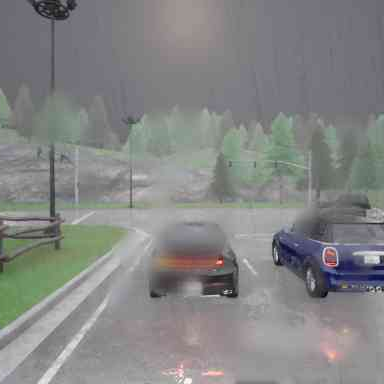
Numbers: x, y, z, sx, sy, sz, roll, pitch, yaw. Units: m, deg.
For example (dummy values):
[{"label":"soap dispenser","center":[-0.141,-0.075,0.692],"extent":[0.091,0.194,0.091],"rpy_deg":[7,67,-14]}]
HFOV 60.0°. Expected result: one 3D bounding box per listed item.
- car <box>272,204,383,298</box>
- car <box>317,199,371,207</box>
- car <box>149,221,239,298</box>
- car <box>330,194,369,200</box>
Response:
[{"label":"car","center":[3.552,1.352,8.667],"extent":[2.097,1.767,4.553],"rpy_deg":[0,0,0]},{"label":"car","center":[12.310,1.564,28.002],"extent":[4.181,1.385,1.994],"rpy_deg":[0,0,-6]},{"label":"car","center":[0.051,1.505,8.502],"extent":[1.837,1.490,4.892],"rpy_deg":[0,0,0]},{"label":"car","center":[16.077,1.220,35.429],"extent":[5.566,2.045,2.150],"rpy_deg":[0,0,-4]}]
